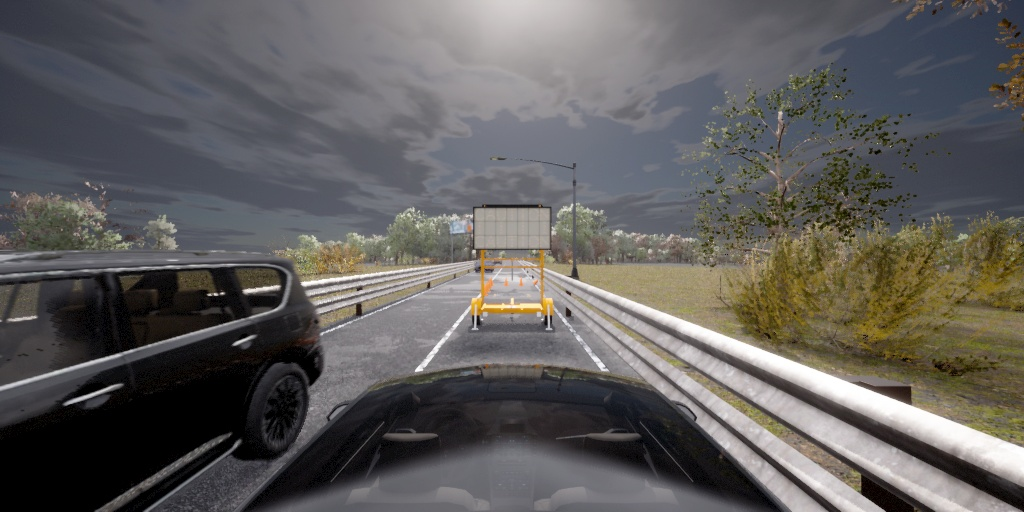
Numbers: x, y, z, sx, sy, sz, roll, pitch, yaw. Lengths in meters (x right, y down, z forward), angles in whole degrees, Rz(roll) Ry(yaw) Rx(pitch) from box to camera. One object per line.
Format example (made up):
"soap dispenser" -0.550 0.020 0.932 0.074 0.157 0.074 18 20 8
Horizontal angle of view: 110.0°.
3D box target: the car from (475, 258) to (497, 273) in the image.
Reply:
"car" -3.353 1.118 43.902 2.097 1.767 4.553 0 0 0

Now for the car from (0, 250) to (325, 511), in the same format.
"car" -3.350 0.971 2.095 2.150 2.045 5.566 0 0 0

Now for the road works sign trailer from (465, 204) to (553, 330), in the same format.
"road works sign trailer" 0.009 0.218 11.109 2.380 3.560 2.880 0 0 0
